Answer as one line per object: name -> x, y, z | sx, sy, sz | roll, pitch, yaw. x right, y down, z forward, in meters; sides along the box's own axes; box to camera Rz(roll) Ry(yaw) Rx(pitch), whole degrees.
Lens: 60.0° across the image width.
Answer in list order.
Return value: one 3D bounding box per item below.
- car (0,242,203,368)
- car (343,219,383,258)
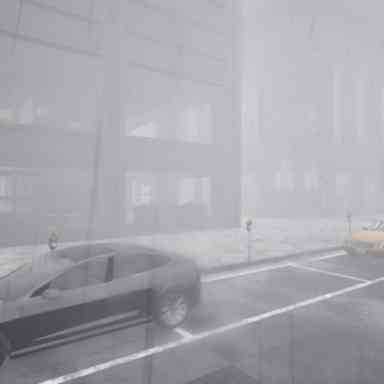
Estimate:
car -> -1.800, 1.565, 5.363 | 4.313, 1.339, 1.947 | 0, 0, -35
car -> 7.220, 1.519, 11.777 | 4.829, 1.417, 1.752 | 0, 0, -35
